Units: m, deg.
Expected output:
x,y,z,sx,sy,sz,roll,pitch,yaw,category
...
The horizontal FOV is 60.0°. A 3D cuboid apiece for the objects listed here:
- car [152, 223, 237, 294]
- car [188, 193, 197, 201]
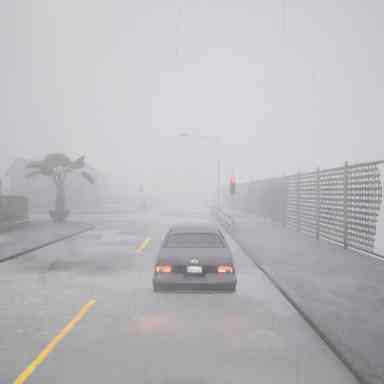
x,y,z,sx,sy,sz,roll,pitch,yaw,category
0.073,1.547,8.955,2.033,1.411,5.357,0,0,1,car
0.090,1.225,87.059,2.150,2.045,5.566,0,0,0,car
